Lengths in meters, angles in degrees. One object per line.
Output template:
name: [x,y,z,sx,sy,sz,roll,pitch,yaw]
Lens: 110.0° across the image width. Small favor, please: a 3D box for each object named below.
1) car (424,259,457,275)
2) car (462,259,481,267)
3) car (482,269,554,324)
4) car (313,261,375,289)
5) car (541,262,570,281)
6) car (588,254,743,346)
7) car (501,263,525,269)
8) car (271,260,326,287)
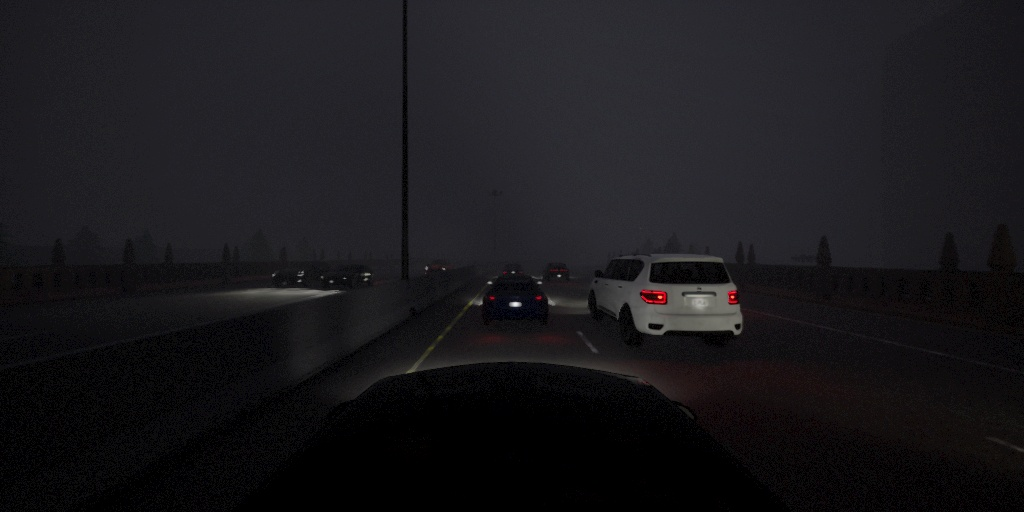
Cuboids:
car: [-7.038,1.105,34.941,2.097,1.767,4.553,0,0,1]
car: [-6.950,1.314,65.096,1.994,1.385,4.181,0,0,14]
car: [0.096,1.315,11.976,1.994,1.385,4.181,0,0,0]
car: [-10.601,1.257,23.470,1.837,1.490,4.892,0,0,0]
car: [3.589,1.257,29.728,1.837,1.490,4.892,0,0,0]
car: [3.596,0.972,9.566,2.150,2.045,5.566,0,0,0]
car: [0.089,1.300,29.756,2.033,1.411,5.357,0,0,0]
car: [-14.098,1.104,24.454,2.097,1.767,4.553,0,0,0]
